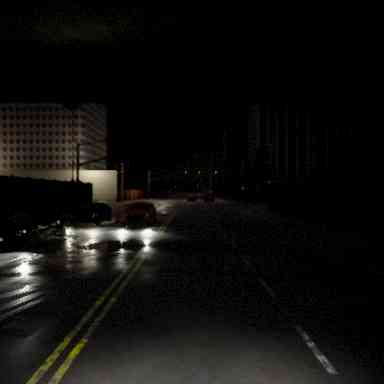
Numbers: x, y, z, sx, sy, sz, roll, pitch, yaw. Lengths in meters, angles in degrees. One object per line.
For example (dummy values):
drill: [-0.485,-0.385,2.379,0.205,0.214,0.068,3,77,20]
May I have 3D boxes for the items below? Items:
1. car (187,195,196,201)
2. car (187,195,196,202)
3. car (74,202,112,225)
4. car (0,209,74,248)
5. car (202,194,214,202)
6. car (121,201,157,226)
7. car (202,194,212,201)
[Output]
car: [-0.071,1.309,77.754,1.994,1.385,4.181,0,0,0]
car: [-0.062,1.423,67.720,1.895,1.301,4.718,0,0,0]
car: [-7.021,1.451,23.516,1.882,1.535,5.008,0,0,0]
car: [-7.080,1.487,14.639,1.812,1.442,4.674,0,0,0]
car: [3.439,1.301,67.276,1.882,1.535,5.008,0,0,0]
car: [-3.528,1.418,22.916,1.882,1.535,5.008,0,0,0]
car: [3.429,1.282,77.757,2.128,1.511,4.902,0,0,0]
